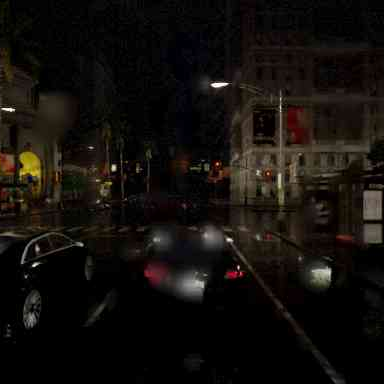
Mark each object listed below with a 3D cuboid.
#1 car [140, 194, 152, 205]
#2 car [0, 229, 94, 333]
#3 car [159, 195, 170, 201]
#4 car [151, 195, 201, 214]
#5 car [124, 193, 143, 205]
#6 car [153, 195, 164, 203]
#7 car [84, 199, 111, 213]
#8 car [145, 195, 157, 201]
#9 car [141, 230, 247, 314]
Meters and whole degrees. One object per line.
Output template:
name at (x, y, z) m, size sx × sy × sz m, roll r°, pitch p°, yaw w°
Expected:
car at (-7.238, 1.522, 57.232) m, size 1.812 × 1.442 × 4.674 m, roll 0°, pitch 0°, yaw 0°
car at (-3.461, 1.491, 6.772) m, size 2.128 × 1.511 × 4.902 m, roll 0°, pitch 0°, yaw 0°
car at (-7.040, 1.521, 85.356) m, size 2.128 × 1.511 × 4.902 m, roll 0°, pitch 0°, yaw 3°
car at (-1.689, 1.350, 34.973) m, size 4.553 × 1.767 × 2.097 m, roll 0°, pitch 0°, yaw 42°
car at (-10.729, 1.349, 59.632) m, size 2.097 × 1.767 × 4.553 m, roll 0°, pitch 0°, yaw 0°
car at (-7.191, 1.474, 71.495) m, size 1.882 × 1.535 × 5.008 m, roll 0°, pitch 0°, yaw 0°
car at (-10.703, 1.545, 38.036) m, size 2.033 × 1.411 × 5.357 m, roll 0°, pitch 0°, yaw 0°
car at (-10.534, 1.535, 85.588) m, size 2.033 × 1.411 × 5.357 m, roll 0°, pitch 0°, yaw 3°
car at (0.043, 1.563, 7.710) m, size 1.994 × 1.385 × 4.181 m, roll 0°, pitch 0°, yaw 0°
